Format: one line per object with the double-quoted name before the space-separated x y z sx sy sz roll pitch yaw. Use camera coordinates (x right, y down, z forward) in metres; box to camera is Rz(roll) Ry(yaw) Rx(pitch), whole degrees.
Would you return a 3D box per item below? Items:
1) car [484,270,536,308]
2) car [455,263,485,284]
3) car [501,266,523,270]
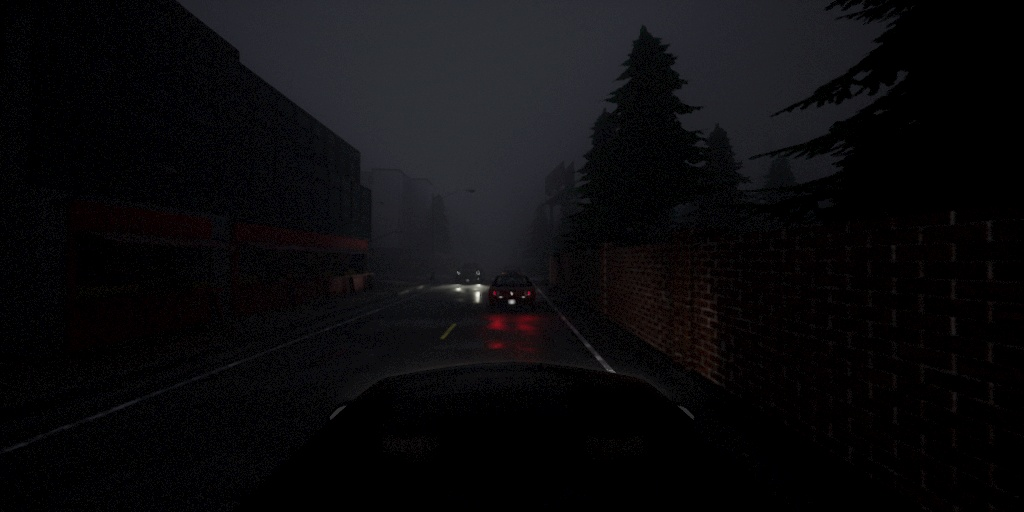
"car" -0.003 1.483 15.952 1.895 1.301 4.718 0 0 0
"car" -3.512 1.369 30.664 2.097 1.767 4.553 0 0 0
"car" -0.004 1.550 31.228 1.812 1.442 4.674 0 0 0
